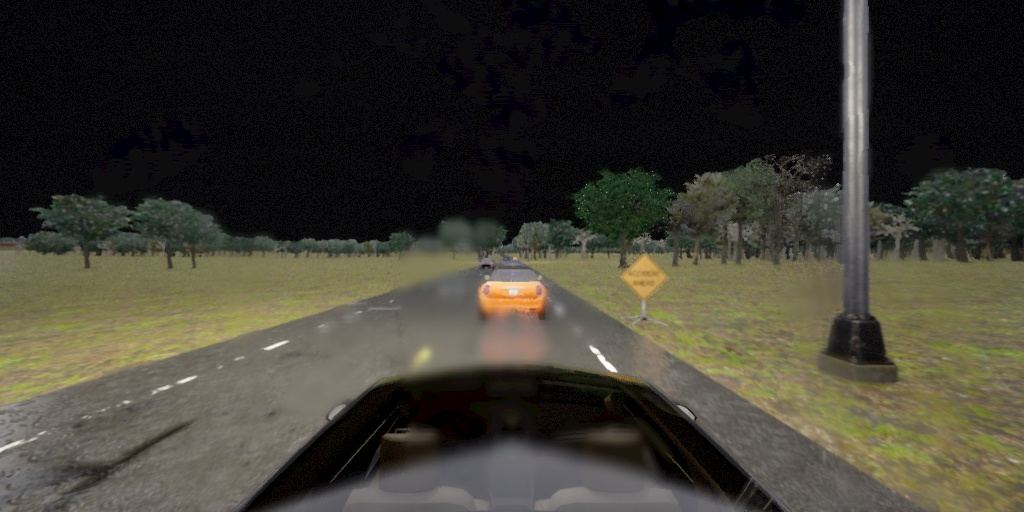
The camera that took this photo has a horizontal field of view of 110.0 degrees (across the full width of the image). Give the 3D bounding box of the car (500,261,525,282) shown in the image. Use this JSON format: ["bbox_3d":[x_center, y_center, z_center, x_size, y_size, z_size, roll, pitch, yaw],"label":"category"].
[{"bbox_3d":[0.078,1.187,29.562,1.882,1.535,5.008,0,0,0],"label":"car"}]

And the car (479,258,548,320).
[{"bbox_3d":[0.067,1.090,12.745,2.097,1.767,4.553,0,0,0],"label":"car"}]

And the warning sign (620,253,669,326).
[{"bbox_3d":[3.550,0.858,9.703,1.300,1.860,1.060,0,0,0],"label":"warning sign"}]
